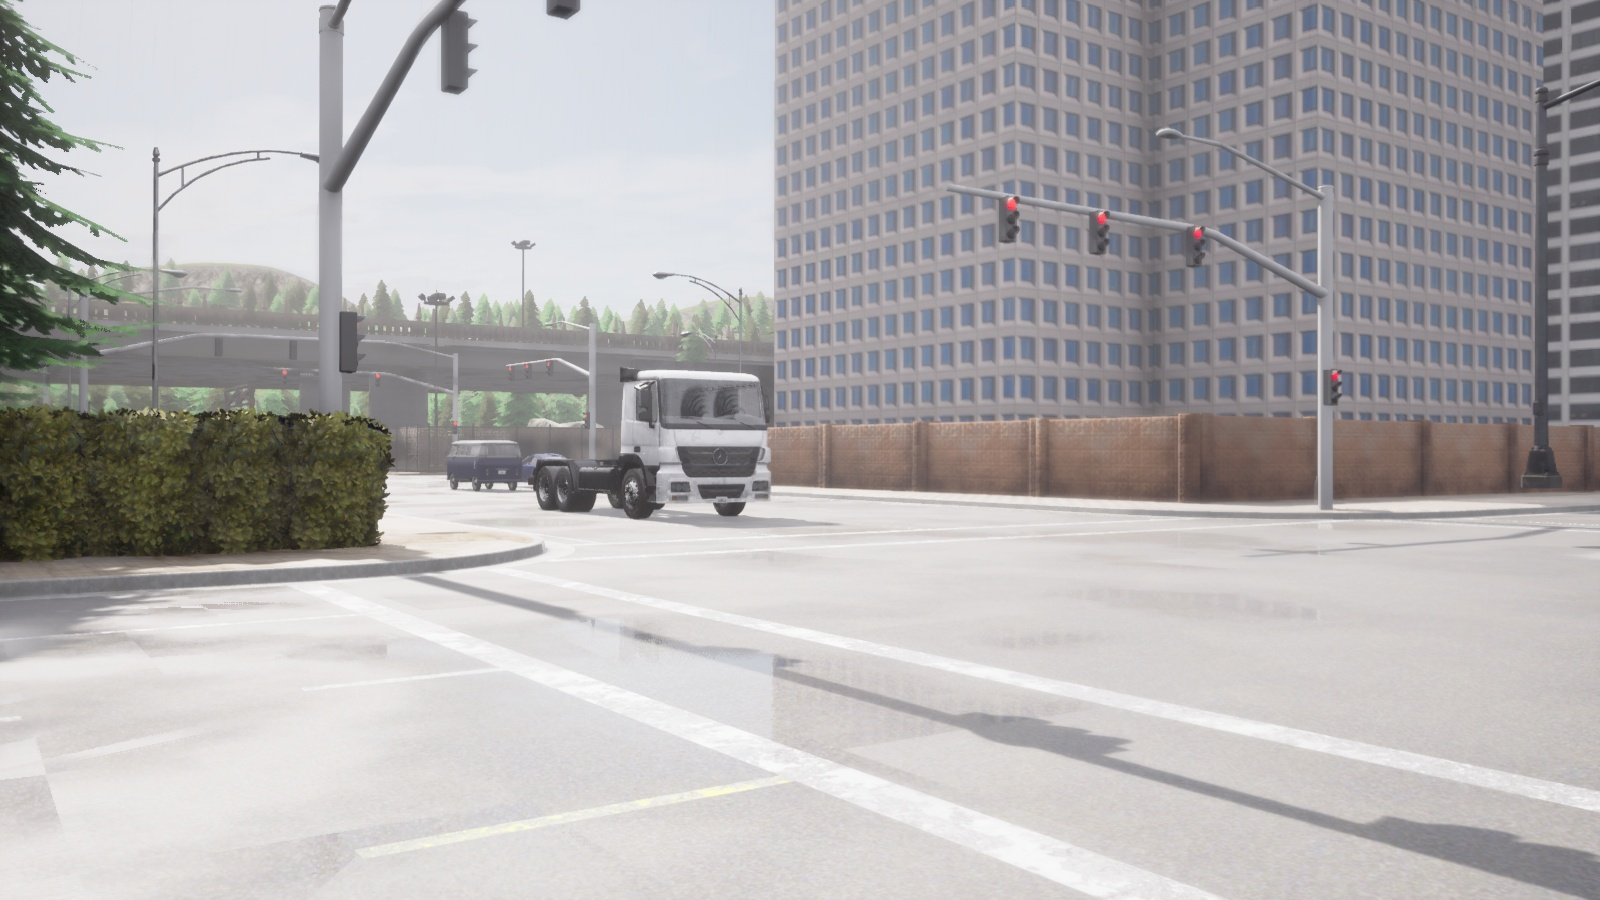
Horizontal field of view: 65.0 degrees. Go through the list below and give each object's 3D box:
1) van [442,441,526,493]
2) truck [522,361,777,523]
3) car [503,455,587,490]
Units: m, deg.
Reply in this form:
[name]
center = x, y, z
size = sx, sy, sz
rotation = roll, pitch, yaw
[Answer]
[van]
center = -12.536, 0.646, 49.648
size = 1.775, 1.987, 4.442
rotation = 0, 0, -34
[truck]
center = -3.965, -0.153, 30.943
size = 2.891, 3.462, 7.936
rotation = 0, 0, -34
[car]
center = -10.923, 0.925, 53.486
size = 1.812, 1.442, 4.674
rotation = 0, 0, -34
